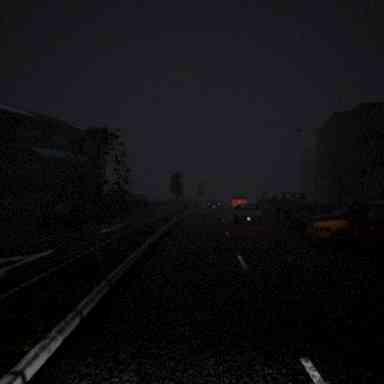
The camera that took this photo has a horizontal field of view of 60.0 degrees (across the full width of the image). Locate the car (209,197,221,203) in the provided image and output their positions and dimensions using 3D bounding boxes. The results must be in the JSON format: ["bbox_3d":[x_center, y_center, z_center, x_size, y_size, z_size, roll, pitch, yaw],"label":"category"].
[{"bbox_3d":[6.424,2.272,92.769,2.097,1.535,5.008,0,-2,20],"label":"car"}]

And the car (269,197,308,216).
[{"bbox_3d":[8.722,1.397,25.471,4.892,1.521,2.231,0,0,5],"label":"car"}]

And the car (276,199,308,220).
[{"bbox_3d":[8.544,1.444,22.745,4.792,1.488,2.163,0,0,5],"label":"car"}]

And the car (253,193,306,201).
[{"bbox_3d":[9.862,1.079,36.465,5.566,2.045,2.435,0,0,8],"label":"car"}]

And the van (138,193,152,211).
[{"bbox_3d":[-6.484,1.143,38.697,1.878,1.987,4.442,0,0,8],"label":"van"}]

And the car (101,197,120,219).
[{"bbox_3d":[-7.716,1.445,27.768,2.163,1.488,4.792,0,0,6],"label":"car"}]

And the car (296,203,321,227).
[{"bbox_3d":[8.173,1.484,17.298,4.674,1.452,2.002,0,0,3],"label":"car"}]

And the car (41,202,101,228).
[{"bbox_3d":[-8.160,1.442,22.293,2.097,1.535,5.008,0,0,5],"label":"car"}]

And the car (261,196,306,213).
[{"bbox_3d":[9.224,1.385,31.038,4.792,1.488,2.163,0,0,7],"label":"car"}]

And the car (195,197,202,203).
[{"bbox_3d":[-0.073,1.737,71.561,2.231,1.521,4.892,0,-1,15],"label":"car"}]

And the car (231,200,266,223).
[{"bbox_3d":[4.025,1.530,24.838,1.895,1.301,4.718,0,0,4],"label":"car"}]

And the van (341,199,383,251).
[{"bbox_3d":[8.055,1.240,11.837,4.442,1.987,1.878,0,0,2],"label":"van"}]

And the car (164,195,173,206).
[{"bbox_3d":[-4.765,1.443,49.778,2.002,1.452,4.674,0,-1,10],"label":"car"}]

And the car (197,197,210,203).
[{"bbox_3d":[2.911,2.030,82.082,2.163,1.488,4.792,0,-2,18],"label":"car"}]

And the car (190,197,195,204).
[{"bbox_3d":[-1.429,1.493,66.094,2.185,1.767,4.553,0,-1,14],"label":"car"}]

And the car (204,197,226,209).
[{"bbox_3d":[2.967,1.471,42.167,1.895,1.301,4.718,0,0,8],"label":"car"}]

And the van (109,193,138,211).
[{"bbox_3d":[-7.154,1.159,33.199,1.878,1.987,4.442,0,0,7],"label":"van"}]

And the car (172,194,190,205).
[{"bbox_3d":[-2.679,1.272,60.628,2.435,2.045,5.566,0,-1,13],"label":"car"}]

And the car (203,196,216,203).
[{"bbox_3d":[4.636,2.014,87.547,2.185,1.767,4.553,0,-2,19],"label":"car"}]

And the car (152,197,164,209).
[{"bbox_3d":[-5.655,1.414,44.307,2.002,1.452,4.674,0,0,9],"label":"car"}]

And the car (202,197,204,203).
[{"bbox_3d":[1.349,1.907,76.790,2.002,1.452,4.674,0,-2,16],"label":"car"}]

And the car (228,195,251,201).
[{"bbox_3d":[6.028,1.215,42.229,2.097,1.767,4.553,0,0,8],"label":"car"}]

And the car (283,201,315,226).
[{"bbox_3d":[8.300,1.460,20.027,4.792,1.488,2.163,0,0,4],"label":"car"}]

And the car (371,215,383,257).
[{"bbox_3d":[7.860,1.514,9.129,4.674,1.452,2.002,0,0,2],"label":"car"}]

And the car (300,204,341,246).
[{"bbox_3d":[7.855,1.453,14.581,5.366,1.575,1.946,0,0,3],"label":"car"}]
